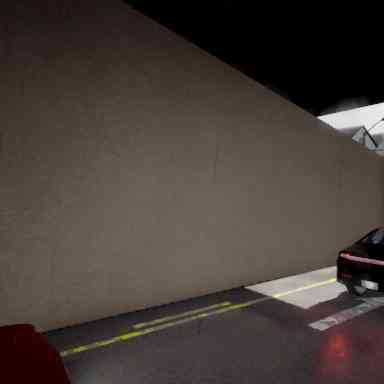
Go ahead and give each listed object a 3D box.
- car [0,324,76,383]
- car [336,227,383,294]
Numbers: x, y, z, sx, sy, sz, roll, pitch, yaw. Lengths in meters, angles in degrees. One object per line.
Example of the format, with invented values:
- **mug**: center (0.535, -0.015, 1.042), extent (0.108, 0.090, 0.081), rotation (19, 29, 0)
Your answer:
- **car**: center (-3.016, 1.601, 1.674), extent (4.718, 1.301, 1.895), rotation (0, 0, -35)
- **car**: center (5.238, 1.492, 7.509), extent (4.902, 1.511, 2.128), rotation (0, 0, -35)
